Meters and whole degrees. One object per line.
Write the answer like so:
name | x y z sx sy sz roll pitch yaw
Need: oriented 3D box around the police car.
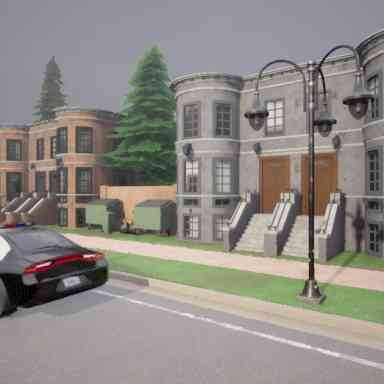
police car | -4.252 1.488 7.500 4.974 1.542 2.038 0 0 33
